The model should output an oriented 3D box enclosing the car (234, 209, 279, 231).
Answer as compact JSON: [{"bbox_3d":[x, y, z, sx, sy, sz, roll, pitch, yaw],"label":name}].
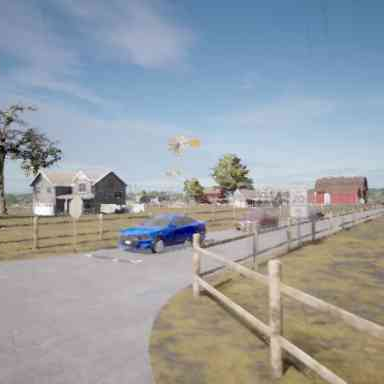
[{"bbox_3d":[4.797,1.997,24.119,1.812,1.442,4.674,-1,-1,35],"label":"car"}]

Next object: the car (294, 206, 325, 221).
[{"bbox_3d":[12.372,2.219,34.725,2.033,1.411,5.357,-1,-1,36],"label":"car"}]

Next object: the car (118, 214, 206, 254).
[{"bbox_3d":[-1.225,1.811,15.568,1.882,1.535,5.008,-1,-1,34],"label":"car"}]
